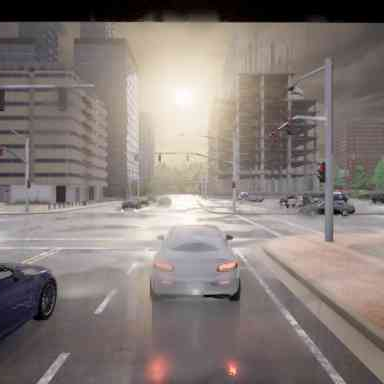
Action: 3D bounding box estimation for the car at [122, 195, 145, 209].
[{"bbox_3d":[-8.074,1.352,44.810,2.097,1.767,4.553,0,0,0],"label":"car"}]

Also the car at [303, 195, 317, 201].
[{"bbox_3d":[27.194,1.364,76.840,1.784,1.438,3.905,0,0,0],"label":"car"}]

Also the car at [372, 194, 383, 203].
[{"bbox_3d":[35.496,1.153,61.866,1.932,1.855,4.605,0,0,0],"label":"car"}]

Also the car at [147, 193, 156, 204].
[{"bbox_3d":[-8.183,1.221,65.841,2.150,2.045,5.566,0,0,-1],"label":"car"}]

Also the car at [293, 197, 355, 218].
[{"bbox_3d":[12.107,1.491,30.027,4.902,1.511,2.128,0,0,0],"label":"car"}]

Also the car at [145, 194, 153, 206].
[{"bbox_3d":[-8.148,1.478,55.261,1.882,1.535,5.008,0,0,0],"label":"car"}]

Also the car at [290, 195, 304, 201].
[{"bbox_3d":[24.299,1.395,76.827,1.970,1.475,3.806,0,0,0],"label":"car"}]

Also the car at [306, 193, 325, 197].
[{"bbox_3d":[15.972,1.156,44.221,1.905,1.878,3.866,0,0,0],"label":"car"}]

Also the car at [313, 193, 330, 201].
[{"bbox_3d":[29.877,1.153,76.902,1.932,1.855,4.605,0,0,0],"label":"car"}]

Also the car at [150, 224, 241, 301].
[{"bbox_3d":[0.073,1.526,8.220,1.812,1.442,4.674,0,0,0],"label":"car"}]

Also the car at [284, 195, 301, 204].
[{"bbox_3d":[18.599,1.395,61.700,1.970,1.475,3.806,0,0,0],"label":"car"}]

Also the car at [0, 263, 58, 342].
[{"bbox_3d":[-3.441,1.526,4.346,1.812,1.442,4.674,0,0,0],"label":"car"}]

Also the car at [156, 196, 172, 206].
[{"bbox_3d":[-4.473,1.564,56.000,1.994,1.385,4.181,0,0,0],"label":"car"}]

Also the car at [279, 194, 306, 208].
[{"bbox_3d":[13.077,1.153,44.262,1.932,1.855,4.605,0,0,0],"label":"car"}]
